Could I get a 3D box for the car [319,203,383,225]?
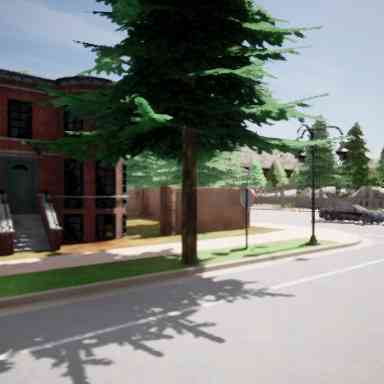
[{"bbox_3d":[11.755,1.567,24.504,1.812,1.442,4.674,0,0,-38],"label":"car"}]
